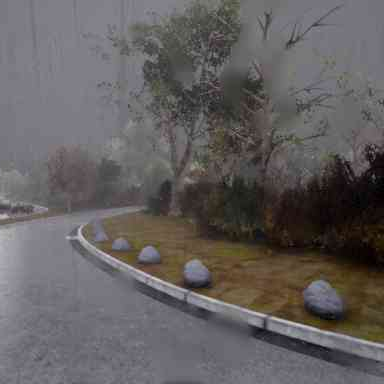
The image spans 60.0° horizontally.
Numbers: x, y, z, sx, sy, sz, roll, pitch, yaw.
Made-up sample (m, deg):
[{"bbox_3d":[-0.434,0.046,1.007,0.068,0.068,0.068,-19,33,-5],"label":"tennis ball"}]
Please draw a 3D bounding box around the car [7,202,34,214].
[{"bbox_3d":[-20.806,1.986,40.867,1.895,1.301,4.718,0,0,-17],"label":"car"}]

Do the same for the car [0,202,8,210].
[{"bbox_3d":[-26.132,2.019,46.020,1.895,1.301,4.718,0,0,-25],"label":"car"}]
